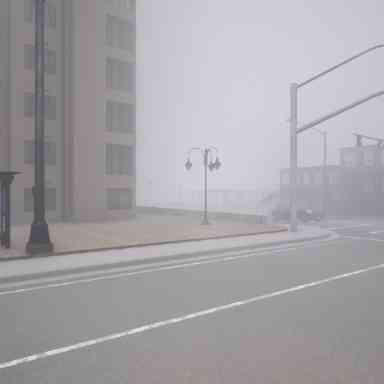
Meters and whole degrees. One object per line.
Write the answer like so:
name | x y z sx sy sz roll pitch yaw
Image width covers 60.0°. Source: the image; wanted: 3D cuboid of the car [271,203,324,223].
car | 9.134 1.744 29.112 2.097 1.767 4.553 1 -5 -36
